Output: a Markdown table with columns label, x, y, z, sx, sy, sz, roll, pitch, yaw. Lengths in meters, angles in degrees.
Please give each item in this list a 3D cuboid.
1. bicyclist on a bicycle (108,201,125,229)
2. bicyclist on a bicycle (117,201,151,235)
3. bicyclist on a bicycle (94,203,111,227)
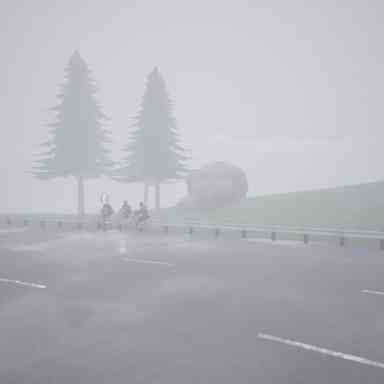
| label | x | y | z | sx | sy | sz | roll | pitch | yaw |
| --- | --- | --- | --- | --- | --- | --- | --- | --- | --- |
| bicyclist on a bicycle | -3.914 | 1.344 | 19.356 | 0.582 | 1.620 | 1.656 | 4 | -10 | 21 |
| bicyclist on a bicycle | -2.669 | 1.335 | 17.282 | 1.656 | 1.620 | 0.582 | 28 | -24 | -30 |
| bicyclist on a bicycle | -5.101 | 1.361 | 19.759 | 0.582 | 1.620 | 1.656 | 1 | -11 | 36 |
